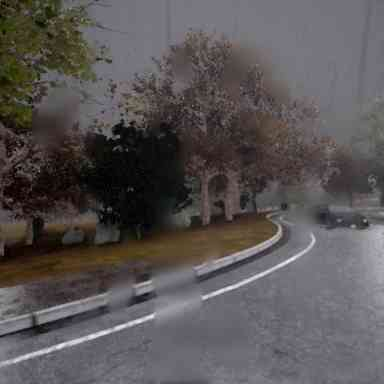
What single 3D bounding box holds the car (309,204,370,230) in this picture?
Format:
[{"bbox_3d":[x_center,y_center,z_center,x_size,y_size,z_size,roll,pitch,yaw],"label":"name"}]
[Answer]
[{"bbox_3d":[8.608,1.417,20.061,2.033,1.411,5.357,0,0,4],"label":"car"}]
